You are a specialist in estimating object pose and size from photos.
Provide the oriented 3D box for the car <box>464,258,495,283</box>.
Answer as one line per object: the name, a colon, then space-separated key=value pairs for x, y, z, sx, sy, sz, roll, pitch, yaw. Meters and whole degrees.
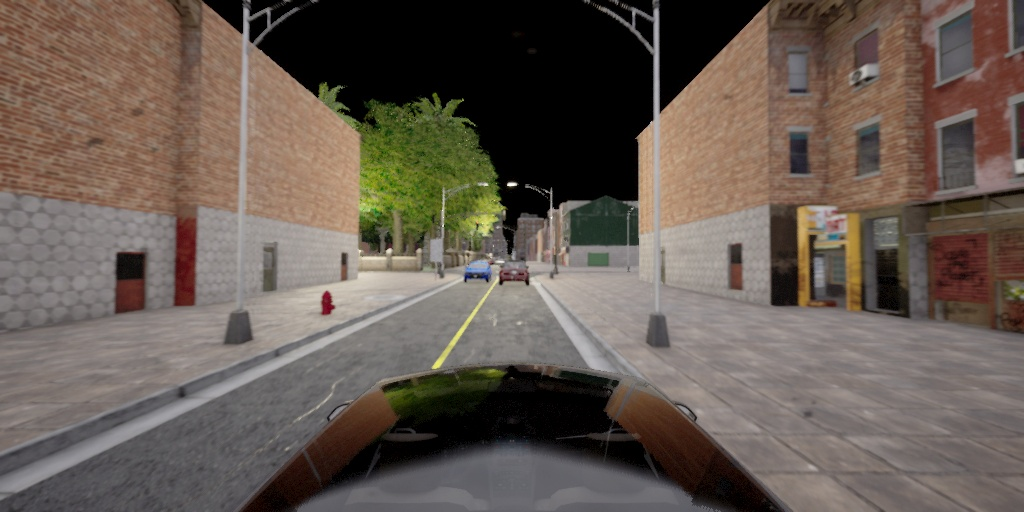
car: x=-2.593 y=1.191 z=28.145 sx=1.882 sy=1.535 sz=5.008 roll=0 pitch=0 yaw=0

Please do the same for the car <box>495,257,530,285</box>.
car: x=0.170 y=1.082 z=25.686 sx=2.097 sy=1.767 sz=4.553 roll=0 pitch=0 yaw=1
